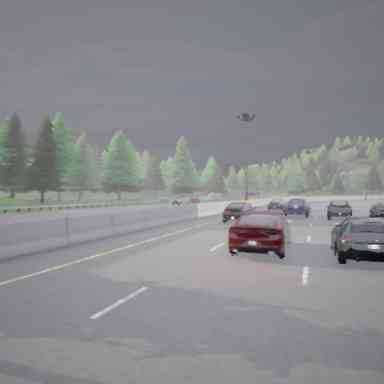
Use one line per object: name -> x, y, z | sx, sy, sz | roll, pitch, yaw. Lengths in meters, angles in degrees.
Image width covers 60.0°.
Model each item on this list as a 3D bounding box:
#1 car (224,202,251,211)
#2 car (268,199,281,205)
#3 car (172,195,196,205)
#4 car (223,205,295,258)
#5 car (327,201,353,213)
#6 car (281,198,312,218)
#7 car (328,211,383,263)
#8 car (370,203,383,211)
car -> 3.713, 1.530, 25.234 | 1.837, 1.490, 4.892 | 0, 1, 22
car -> 10.500, 1.557, 40.335 | 1.812, 1.442, 4.674 | 0, 0, 26
car -> -0.739, 1.012, 41.709 | 2.097, 1.767, 4.553 | 0, 0, 25
car -> 2.803, 1.489, 13.010 | 1.882, 1.535, 5.008 | 0, 0, 20
car -> 12.638, 1.510, 28.459 | 2.128, 1.511, 4.902 | 0, 0, 23
car -> 9.932, 1.375, 30.978 | 2.097, 1.767, 4.553 | 0, 0, 24
car -> 6.015, 1.571, 11.609 | 1.994, 1.385, 4.181 | 0, 0, 20
car -> 16.446, 1.579, 28.399 | 1.994, 1.385, 4.181 | 0, 0, 24
